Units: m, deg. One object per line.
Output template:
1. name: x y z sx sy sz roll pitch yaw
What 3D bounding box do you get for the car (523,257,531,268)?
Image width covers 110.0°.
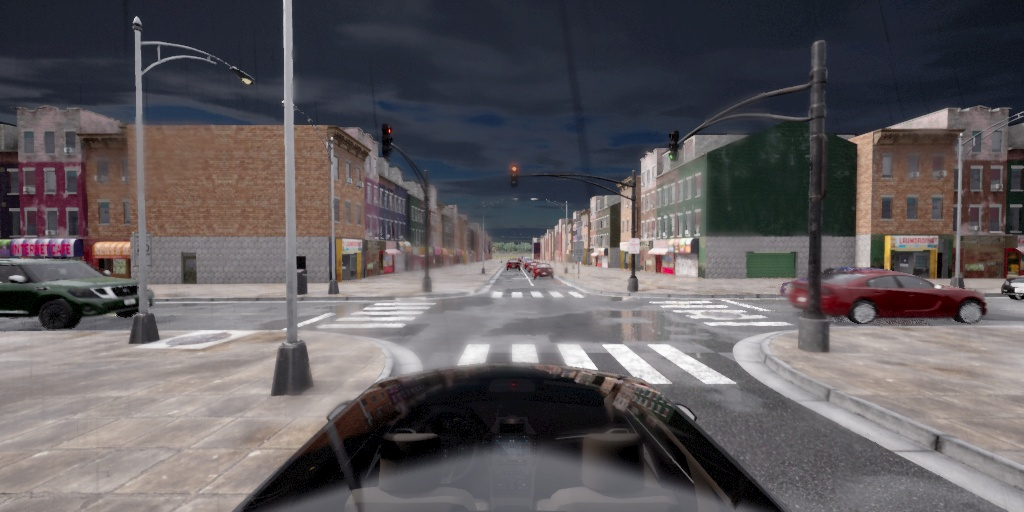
1. car: 2.744 1.293 53.795 1.888 1.381 4.507 0 0 0

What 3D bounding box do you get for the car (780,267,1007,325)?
1. car: 11.485 1.185 11.149 5.008 1.535 1.882 0 1 0

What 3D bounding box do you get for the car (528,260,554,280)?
1. car: 2.698 1.292 31.665 1.888 1.381 4.507 0 0 0

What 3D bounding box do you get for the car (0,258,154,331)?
1. car: -14.700 1.099 11.196 5.566 2.045 2.150 0 1 0

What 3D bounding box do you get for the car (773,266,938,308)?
1. car: 13.299 1.160 14.113 4.674 1.442 1.812 0 1 1

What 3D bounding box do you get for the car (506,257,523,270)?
1. car: 0.204 1.225 51.810 1.882 1.535 5.008 0 0 0

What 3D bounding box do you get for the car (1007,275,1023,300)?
1. car: 22.461 1.087 14.069 4.902 1.511 2.128 0 1 0

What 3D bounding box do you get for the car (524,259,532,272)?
1. car: 2.721 1.329 42.730 1.802 1.307 4.207 0 0 0
